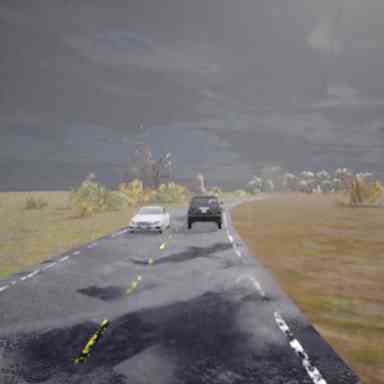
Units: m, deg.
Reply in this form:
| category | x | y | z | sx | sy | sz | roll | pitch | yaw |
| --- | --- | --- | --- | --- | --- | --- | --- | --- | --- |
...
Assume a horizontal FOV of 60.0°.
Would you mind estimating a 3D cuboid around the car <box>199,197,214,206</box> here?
| category | x | y | z | sx | sy | sz | roll | pitch | yaw |
| --- | --- | --- | --- | --- | --- | --- | --- | --- | --- |
| car | 2.634 | 1.601 | 58.253 | 1.994 | 1.385 | 4.181 | 0 | 0 | 11 |

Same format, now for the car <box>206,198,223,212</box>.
| category | x | y | z | sx | sy | sz | roll | pitch | yaw |
| --- | --- | --- | --- | --- | --- | --- | --- | --- | --- |
| car | 2.807 | 1.546 | 40.386 | 1.812 | 1.442 | 4.674 | 0 | 0 | 8 |

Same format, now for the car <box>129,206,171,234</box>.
| category | x | y | z | sx | sy | sz | roll | pitch | yaw |
| --- | --- | --- | --- | --- | --- | --- | --- | --- | --- |
| car | -2.348 | 1.544 | 19.547 | 1.812 | 1.442 | 4.674 | 0 | 0 | 4 |

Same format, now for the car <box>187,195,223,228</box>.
| category | x | y | z | sx | sy | sz | roll | pitch | yaw |
| --- | --- | --- | --- | --- | --- | --- | --- | --- | --- |
| car | 0.910 | 1.235 | 22.372 | 2.150 | 2.045 | 5.566 | 0 | 0 | 4 |
